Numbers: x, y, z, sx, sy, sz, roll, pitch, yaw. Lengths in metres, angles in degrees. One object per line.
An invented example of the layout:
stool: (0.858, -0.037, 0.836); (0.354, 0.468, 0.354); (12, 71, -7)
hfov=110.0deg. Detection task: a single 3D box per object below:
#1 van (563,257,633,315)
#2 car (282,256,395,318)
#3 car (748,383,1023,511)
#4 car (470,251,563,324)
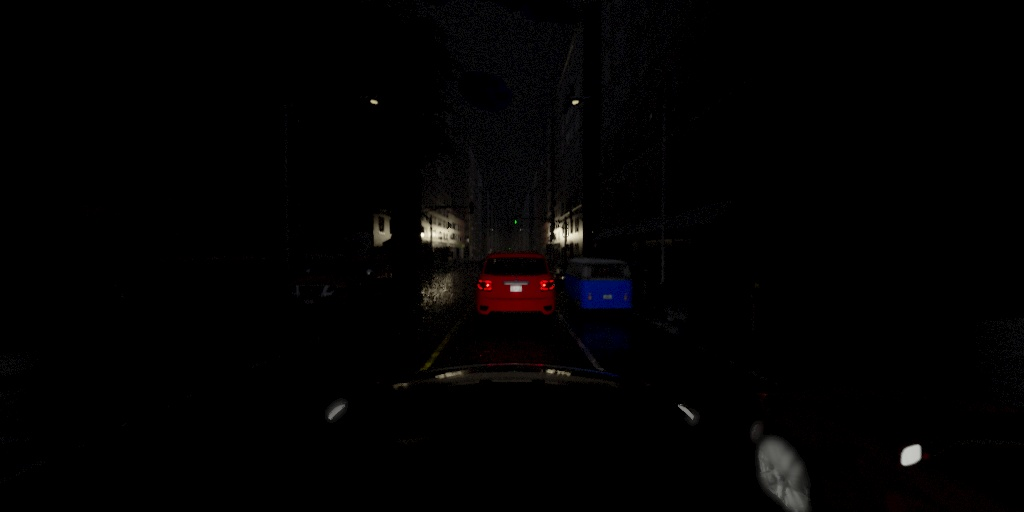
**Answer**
van: (2.860, 0.958, 12.563); (1.690, 1.789, 3.998); (0, 0, 0)
car: (-5.665, 0.932, 12.525); (2.192, 1.841, 5.009); (0, 0, 0)
car: (2.856, 1.301, 1.243); (1.888, 1.381, 4.507); (0, 0, 0)
car: (0.106, 0.853, 11.550); (2.150, 2.045, 5.566); (0, 1, 0)
